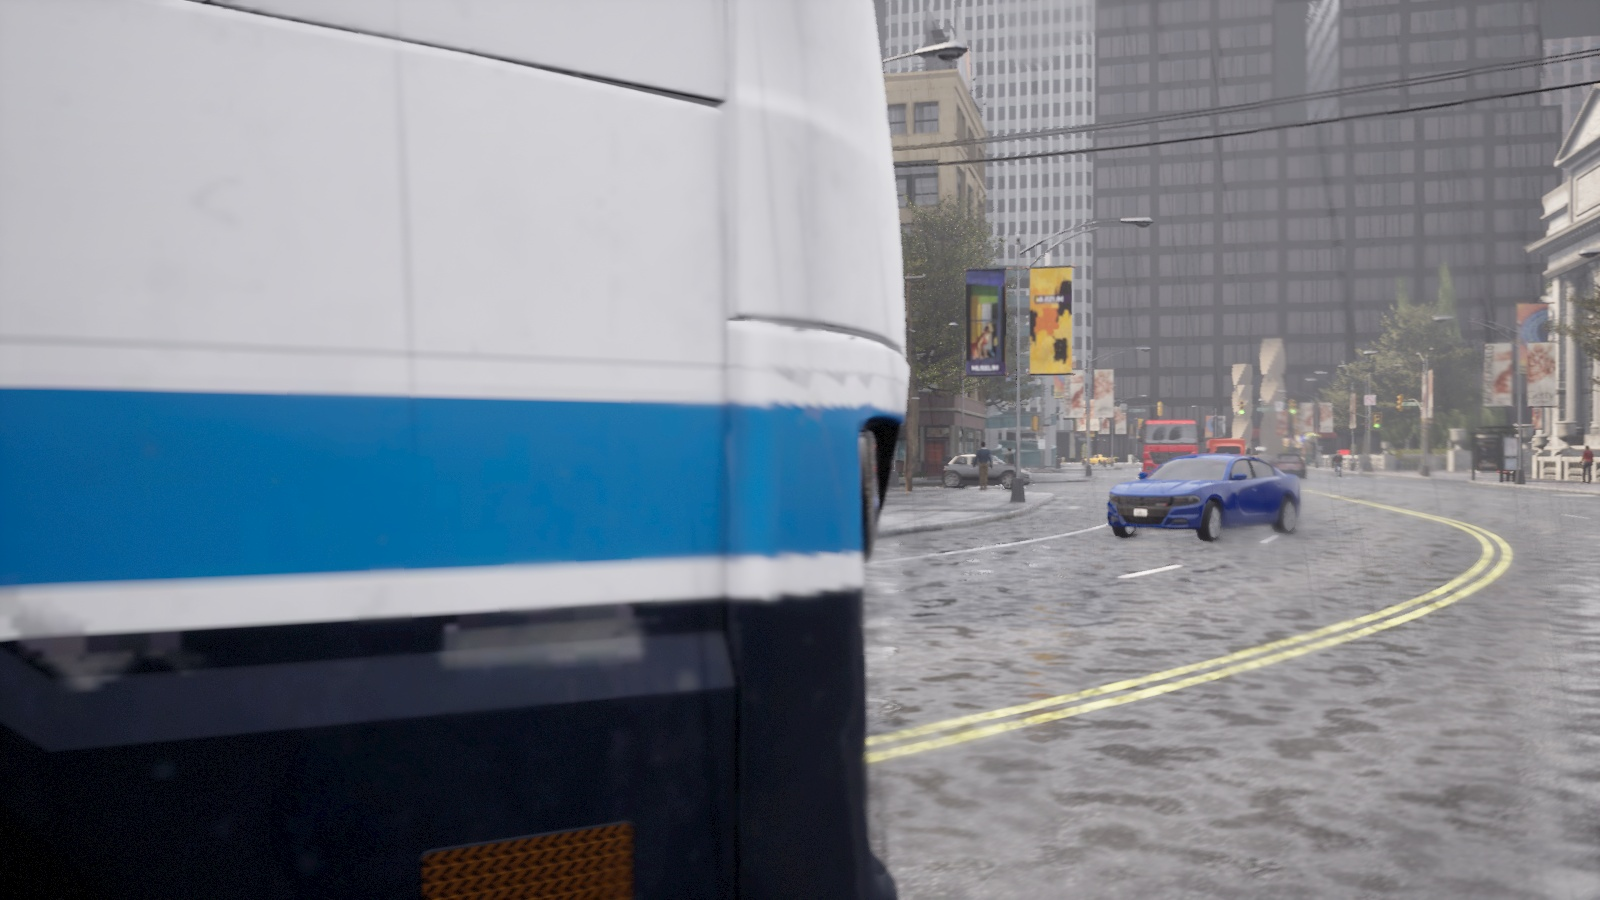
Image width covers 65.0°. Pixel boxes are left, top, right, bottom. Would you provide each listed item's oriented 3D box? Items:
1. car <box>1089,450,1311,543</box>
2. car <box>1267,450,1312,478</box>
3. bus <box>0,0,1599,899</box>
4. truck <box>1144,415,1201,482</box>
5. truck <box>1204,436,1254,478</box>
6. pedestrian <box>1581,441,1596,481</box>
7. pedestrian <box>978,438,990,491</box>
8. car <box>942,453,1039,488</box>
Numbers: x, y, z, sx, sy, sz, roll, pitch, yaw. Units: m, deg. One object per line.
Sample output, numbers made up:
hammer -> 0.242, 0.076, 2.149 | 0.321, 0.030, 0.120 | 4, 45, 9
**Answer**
car -> 7.502, 0.778, 23.223 | 1.882, 1.535, 5.008 | -1, 0, 44
car -> 29.662, 0.843, 76.195 | 2.033, 1.649, 4.856 | 0, 0, 15
bus -> -4.368, -0.618, 0.578 | 10.273, 4.253, 3.944 | 0, 0, -29
truck -> 20.667, -0.065, 69.941 | 2.891, 3.462, 7.936 | 0, 0, 16
truck -> 26.313, 0.439, 77.222 | 2.627, 2.467, 5.204 | 0, 0, 15
pedestrian -> 36.680, 0.493, 58.407 | 0.331, 1.846, 0.636 | 0, 0, 9
pedestrian -> 6.783, 0.534, 46.208 | 0.423, 1.949, 0.788 | 0, 0, 8
car -> 8.276, 0.865, 54.464 | 3.806, 1.475, 1.970 | 0, 0, 21
